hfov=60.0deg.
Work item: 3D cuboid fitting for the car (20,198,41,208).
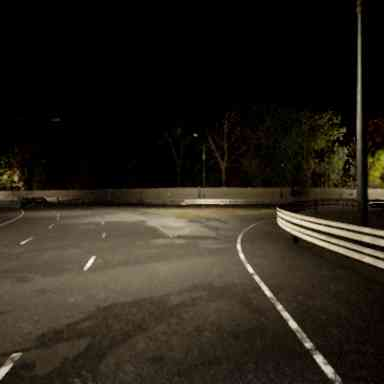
[{"bbox_3d":[-26.272,1.752,53.457,2.128,1.511,4.902,0,0,-35],"label":"car"}]

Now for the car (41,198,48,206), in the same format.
[{"bbox_3d":[-28.456,1.790,62.107,2.128,1.511,4.902,0,-1,-40],"label":"car"}]

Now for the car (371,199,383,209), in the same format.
[{"bbox_3d":[28.640,1.774,49.319,4.181,1.385,1.994,0,0,-25],"label":"car"}]
